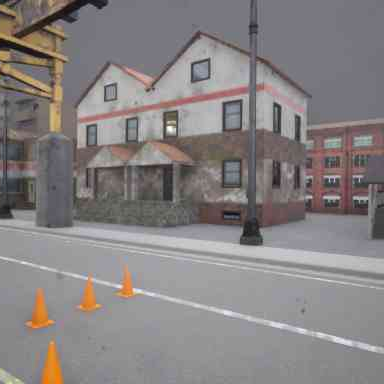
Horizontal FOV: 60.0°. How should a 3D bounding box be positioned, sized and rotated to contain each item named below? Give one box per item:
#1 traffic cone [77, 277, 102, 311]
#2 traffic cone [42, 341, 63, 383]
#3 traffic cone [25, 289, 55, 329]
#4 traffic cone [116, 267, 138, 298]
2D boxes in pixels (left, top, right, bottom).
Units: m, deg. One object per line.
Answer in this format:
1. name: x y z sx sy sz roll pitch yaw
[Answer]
1. traffic cone: -1.998 1.949 6.465 0.340 0.580 0.340 0 0 36
2. traffic cone: -1.546 1.952 3.673 0.340 0.580 0.340 0 0 36
3. traffic cone: -2.583 1.949 5.654 0.340 0.580 0.340 0 0 36
4. traffic cone: -1.413 1.949 7.276 0.340 0.580 0.340 0 0 36
